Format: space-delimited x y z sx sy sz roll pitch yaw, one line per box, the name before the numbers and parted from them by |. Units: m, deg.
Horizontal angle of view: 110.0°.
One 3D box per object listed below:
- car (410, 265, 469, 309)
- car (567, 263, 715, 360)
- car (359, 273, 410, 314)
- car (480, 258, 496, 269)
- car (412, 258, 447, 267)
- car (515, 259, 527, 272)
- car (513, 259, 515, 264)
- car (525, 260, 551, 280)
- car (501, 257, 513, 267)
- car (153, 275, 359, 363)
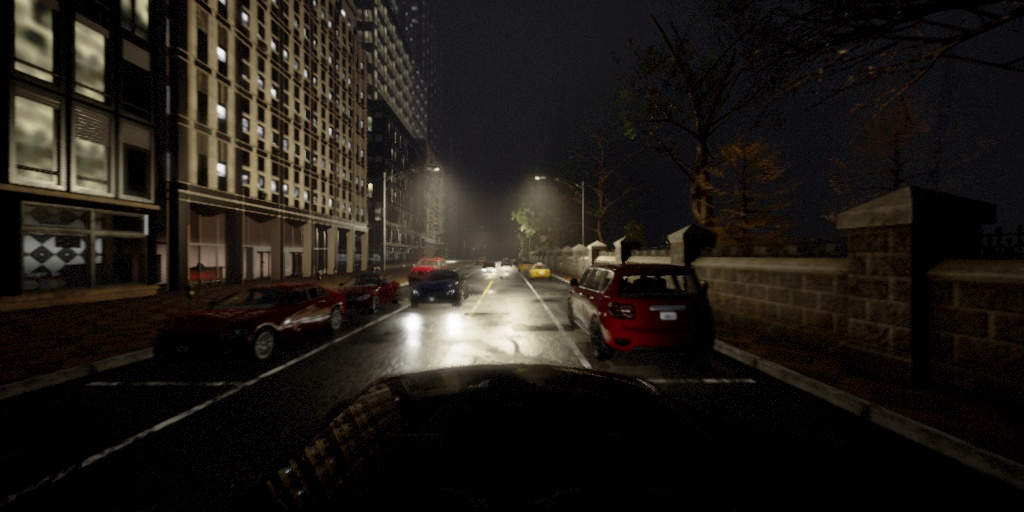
car | -2.902 1.279 15.197 1.812 1.442 4.674 0 0 -1
car | 2.551 1.065 8.259 2.192 1.841 5.009 0 0 0
car | -5.507 1.336 13.752 1.802 1.307 4.207 0 0 0
car | -3.620 1.343 57.310 1.895 1.301 4.718 0 0 -1
car | -5.617 1.069 24.846 2.192 1.841 5.009 0 0 -1
car | 1.700 1.203 45.190 1.801 1.575 5.366 0 0 -1
car | 1.579 1.303 63.733 1.948 1.339 4.313 0 0 -1
car | 2.326 1.276 30.619 1.751 1.417 4.829 0 0 -1
car | -0.985 1.263 63.796 1.812 1.442 4.674 0 0 -1
car | -5.474 1.298 8.202 1.888 1.381 4.507 0 0 0
